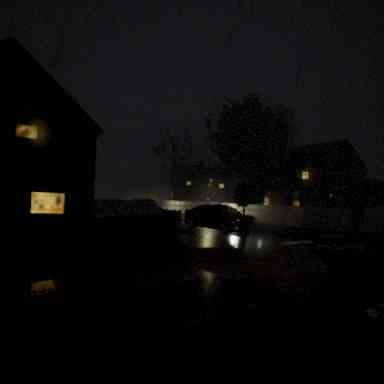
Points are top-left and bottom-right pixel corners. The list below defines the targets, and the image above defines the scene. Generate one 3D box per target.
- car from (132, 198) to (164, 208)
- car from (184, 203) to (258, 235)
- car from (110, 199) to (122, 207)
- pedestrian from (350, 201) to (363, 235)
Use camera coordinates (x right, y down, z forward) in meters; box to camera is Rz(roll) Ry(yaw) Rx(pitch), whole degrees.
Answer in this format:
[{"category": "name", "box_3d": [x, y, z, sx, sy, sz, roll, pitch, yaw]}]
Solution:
[{"category": "car", "box_3d": [-3.749, 1.315, 26.898, 2.097, 1.767, 4.553, 3, -2, -29]}, {"category": "car", "box_3d": [1.493, 1.405, 18.386, 1.882, 1.535, 5.008, 3, -2, -33]}, {"category": "car", "box_3d": [-13.949, 1.966, 61.059, 1.994, 1.385, 4.181, 3, -1, -13]}, {"category": "pedestrian", "box_3d": [8.822, 1.357, 17.921, 0.375, 1.860, 0.375, 4, -2, -36]}]
